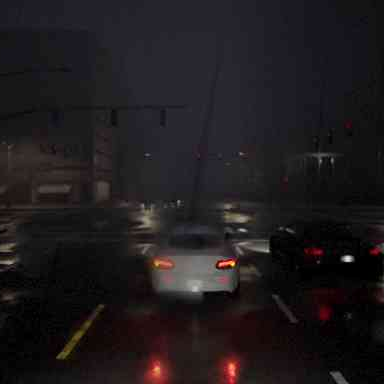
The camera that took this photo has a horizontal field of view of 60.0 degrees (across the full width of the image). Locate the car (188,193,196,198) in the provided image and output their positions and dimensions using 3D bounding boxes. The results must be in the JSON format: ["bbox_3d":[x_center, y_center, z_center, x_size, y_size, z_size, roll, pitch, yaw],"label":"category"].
[{"bbox_3d":[0.001,0.884,87.308,1.812,1.442,4.674,0,0,0],"label":"car"}]

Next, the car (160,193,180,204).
[{"bbox_3d":[-3.567,1.169,54.147,2.033,1.411,5.357,0,0,0],"label":"car"}]

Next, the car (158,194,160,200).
[{"bbox_3d":[-6.999,1.056,69.374,2.033,1.411,5.357,0,0,0],"label":"car"}]

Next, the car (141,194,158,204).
[{"bbox_3d":[-7.067,1.147,54.154,1.812,1.442,4.674,0,0,0],"label":"car"}]

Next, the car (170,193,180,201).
[{"bbox_3d":[-3.499,1.040,69.425,1.812,1.442,4.674,0,0,0],"label":"car"}]

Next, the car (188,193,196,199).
[{"bbox_3d":[0.001,0.974,77.981,2.128,1.511,4.902,0,0,0],"label":"car"}]

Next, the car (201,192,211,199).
[{"bbox_3d":[3.501,0.998,78.538,1.994,1.385,4.181,0,0,0],"label":"car"}]

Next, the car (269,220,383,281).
[{"bbox_3d":[3.579,1.496,9.642,1.994,1.385,4.181,0,0,0],"label":"car"}]

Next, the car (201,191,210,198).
[{"bbox_3d":[3.501,0.708,87.062,2.097,1.767,4.553,0,0,0],"label":"car"}]

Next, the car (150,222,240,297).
[{"bbox_3d":[0.070,1.467,8.273,1.812,1.442,4.674,0,0,0],"label":"car"}]
